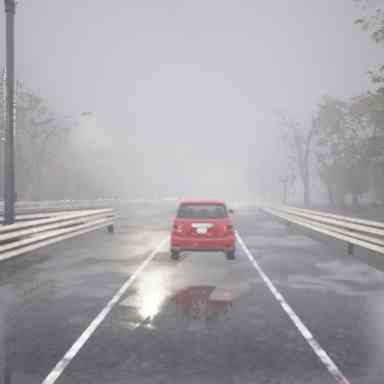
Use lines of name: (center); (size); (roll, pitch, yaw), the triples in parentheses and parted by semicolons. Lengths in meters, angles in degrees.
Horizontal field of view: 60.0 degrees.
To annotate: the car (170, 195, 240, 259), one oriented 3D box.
car: (0.460, 1.264, 12.902); (2.150, 2.045, 5.566); (0, 0, 3)
